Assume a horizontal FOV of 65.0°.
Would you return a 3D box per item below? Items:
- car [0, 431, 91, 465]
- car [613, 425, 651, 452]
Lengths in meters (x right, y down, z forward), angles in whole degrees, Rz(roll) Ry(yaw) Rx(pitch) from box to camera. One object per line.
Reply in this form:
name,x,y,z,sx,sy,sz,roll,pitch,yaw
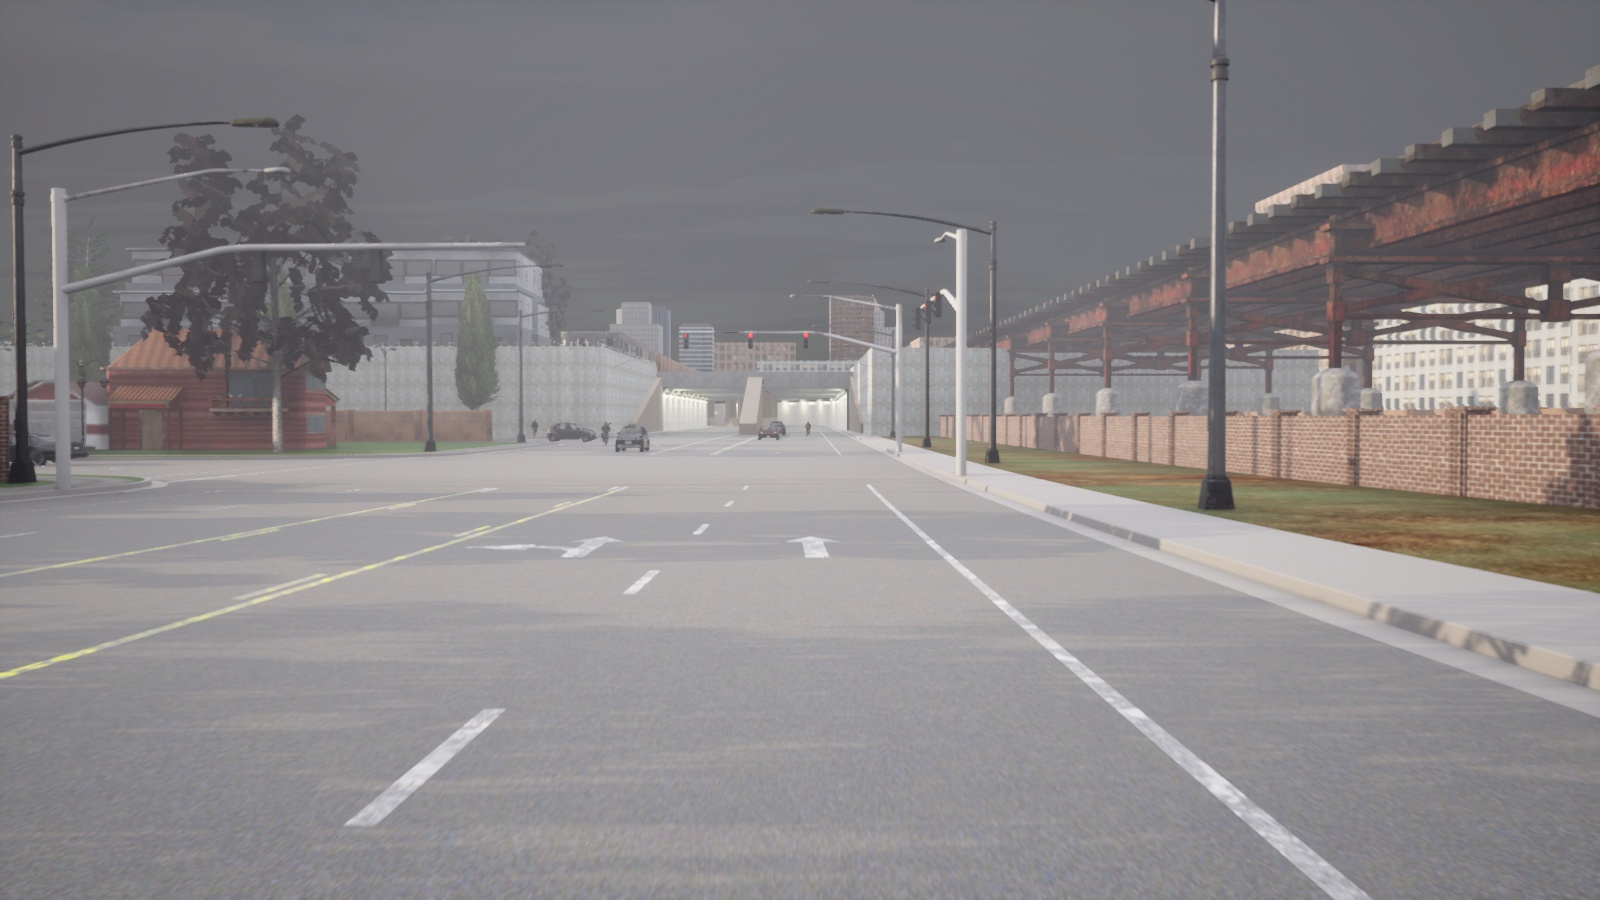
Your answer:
car,-33.774,-0.084,53.990,5.357,1.411,2.033,0,2,-1
car,-10.029,-0.691,75.089,1.789,1.549,3.705,0,1,0
